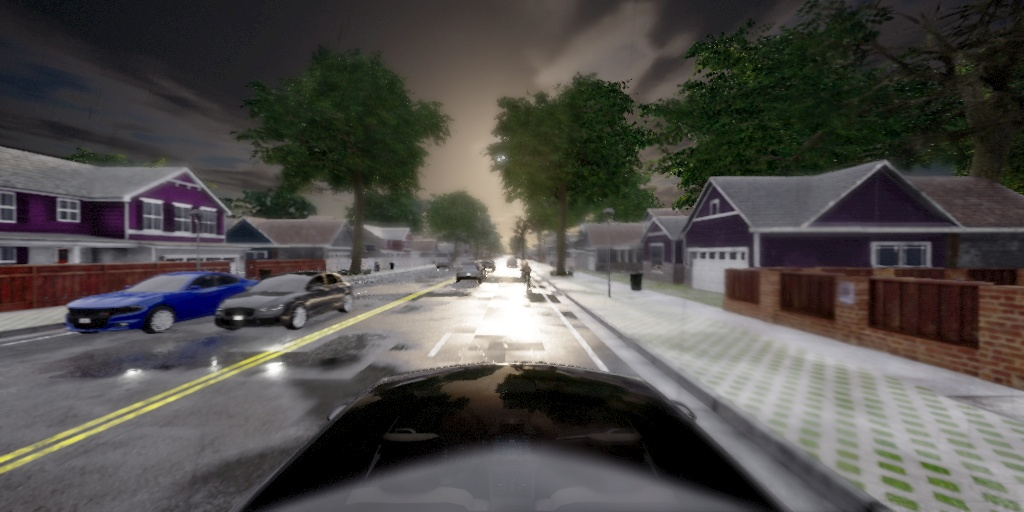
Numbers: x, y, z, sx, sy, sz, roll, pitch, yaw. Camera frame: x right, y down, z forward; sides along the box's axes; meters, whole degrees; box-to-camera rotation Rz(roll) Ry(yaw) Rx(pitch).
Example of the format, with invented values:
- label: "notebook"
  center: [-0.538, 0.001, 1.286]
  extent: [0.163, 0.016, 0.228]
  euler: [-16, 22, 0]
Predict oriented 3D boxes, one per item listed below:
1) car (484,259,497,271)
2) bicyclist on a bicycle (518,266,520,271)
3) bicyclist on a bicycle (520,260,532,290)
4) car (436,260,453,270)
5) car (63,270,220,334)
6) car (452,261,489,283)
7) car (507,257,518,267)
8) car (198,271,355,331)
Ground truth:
- label: "car"
  center: [-3.139, 1.205, 49.211]
  extent: [1.837, 1.490, 4.892]
  euler: [0, 0, 0]
- label: "bicyclist on a bicycle"
  center: [0.906, 1.156, 29.829]
  extent: [0.866, 1.612, 1.509]
  euler: [0, 1, 0]
- label: "bicyclist on a bicycle"
  center: [0.898, 1.183, 20.906]
  extent: [0.582, 1.620, 1.656]
  euler: [0, 0, 0]
- label: "car"
  center: [-9.792, 1.243, 52.940]
  extent: [2.033, 1.411, 5.357]
  euler: [0, 0, 1]
- label: "car"
  center: [-9.847, 1.218, 10.759]
  extent: [1.882, 1.535, 5.008]
  euler: [0, 0, 0]
- label: "car"
  center: [-3.144, 1.286, 28.048]
  extent: [1.994, 1.385, 4.181]
  euler: [0, 0, 0]
- label: "car"
  center: [0.063, 1.179, 62.793]
  extent: [2.128, 1.511, 4.902]
  euler: [0, 0, 0]
- label: "car"
  center: [-6.597, 1.245, 11.084]
  extent: [1.837, 1.490, 4.892]
  euler: [0, 0, 0]
